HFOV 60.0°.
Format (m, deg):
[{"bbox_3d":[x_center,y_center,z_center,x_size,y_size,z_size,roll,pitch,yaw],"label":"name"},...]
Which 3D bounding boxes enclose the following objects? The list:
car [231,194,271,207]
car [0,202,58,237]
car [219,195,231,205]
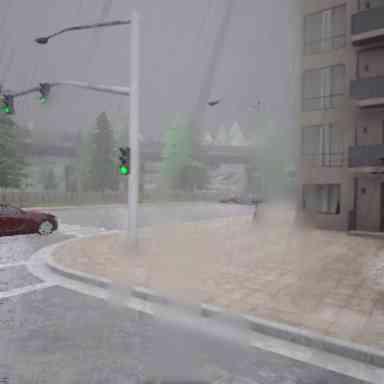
[{"bbox_3d":[7.983,1.074,42.920,4.902,1.511,2.128,1,1,-31],"label":"car"},{"bbox_3d":[-7.958,1.146,13.514,1.882,1.535,5.008,2,1,36],"label":"car"},{"bbox_3d":[5.942,0.995,45.723,5.008,1.535,1.882,0,1,-31],"label":"car"}]
